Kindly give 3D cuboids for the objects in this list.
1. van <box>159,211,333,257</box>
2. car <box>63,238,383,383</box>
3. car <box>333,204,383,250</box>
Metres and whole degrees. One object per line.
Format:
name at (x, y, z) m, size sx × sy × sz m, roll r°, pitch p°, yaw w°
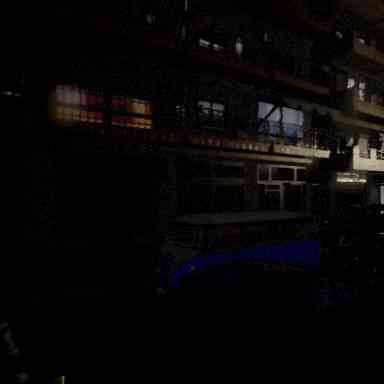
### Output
van at (1.147, 1.340, 7.380) m, size 3.998 × 1.788 × 1.690 m, roll 0°, pitch 0°, yaw -36°
car at (0.733, 1.563, 3.901) m, size 4.181 × 1.385 × 1.994 m, roll 0°, pitch 0°, yaw -36°
car at (5.753, 1.318, 10.668) m, size 5.009 × 1.841 × 2.192 m, roll 0°, pitch 0°, yaw -36°
